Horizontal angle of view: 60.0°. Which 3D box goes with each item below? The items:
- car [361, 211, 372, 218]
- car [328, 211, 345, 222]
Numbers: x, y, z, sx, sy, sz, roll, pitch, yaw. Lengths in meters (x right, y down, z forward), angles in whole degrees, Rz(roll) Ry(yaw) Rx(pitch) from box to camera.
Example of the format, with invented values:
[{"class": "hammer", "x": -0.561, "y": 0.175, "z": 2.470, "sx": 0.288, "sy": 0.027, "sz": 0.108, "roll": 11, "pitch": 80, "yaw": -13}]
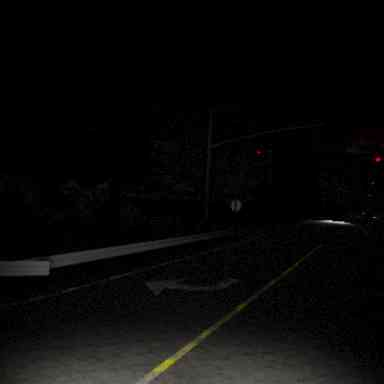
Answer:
[{"class": "car", "x": 37.549, "y": 4.768, "z": 71.460, "sx": 1.994, "sy": 1.385, "sz": 4.181, "roll": 2, "pitch": -1, "yaw": 28}, {"class": "car", "x": 20.600, "y": 3.449, "z": 47.394, "sx": 1.994, "sy": 1.385, "sz": 4.181, "roll": 2, "pitch": -1, "yaw": 28}]
